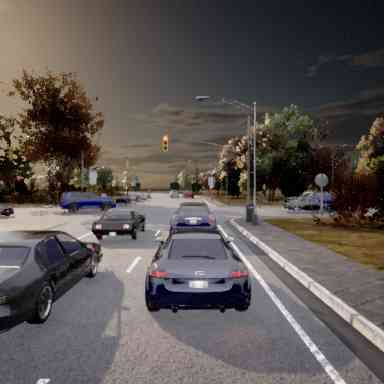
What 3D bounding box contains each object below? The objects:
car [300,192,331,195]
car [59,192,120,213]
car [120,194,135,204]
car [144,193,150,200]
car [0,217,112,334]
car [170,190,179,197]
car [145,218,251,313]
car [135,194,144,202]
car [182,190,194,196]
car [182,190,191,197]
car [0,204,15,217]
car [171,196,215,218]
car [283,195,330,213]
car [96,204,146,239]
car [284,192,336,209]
[{"bbox_3d":[14.033,0.995,37.407,5.566,2.045,2.150,0,0,-3],"label":"car"},{"bbox_3d":[-10.724,1.017,34.226,5.566,2.045,2.150,0,1,-28],"label":"car"},{"bbox_3d":[-10.772,1.271,52.161,1.895,1.301,4.718,0,0,0],"label":"car"},{"bbox_3d":[-10.820,1.098,71.219,1.895,1.301,4.718,0,1,-1],"label":"car"},{"bbox_3d":[-3.414,1.528,7.024,2.033,1.411,5.357,0,0,-1],"label":"car"},{"bbox_3d":[-4.293,0.890,84.112,1.994,1.385,4.181,0,1,-4],"label":"car"},{"bbox_3d":[0.084,1.541,7.712,1.994,1.385,4.181,0,0,-1],"label":"car"},{"bbox_3d":[-10.780,1.091,61.263,2.128,1.511,4.902,0,0,0],"label":"car"},{"bbox_3d":[-0.746,0.569,83.432,2.150,2.045,5.566,0,1,-4],"label":"car"},{"bbox_3d":[-1.559,0.396,94.080,2.097,1.767,4.553,0,1,-7],"label":"car"},{"bbox_3d":[-16.988,1.405,27.582,4.181,1.385,1.994,0,0,8],"label":"car"},{"bbox_3d":[0.049,1.272,16.345,2.097,1.767,4.553,0,0,0],"label":"car"},{"bbox_3d":[11.644,1.291,33.557,4.902,1.511,2.128,0,0,-3],"label":"car"},{"bbox_3d":[-3.471,1.518,16.669,1.895,1.301,4.718,0,0,-1],"label":"car"},{"bbox_3d":[14.439,0.970,40.930,5.566,2.045,2.150,0,0,-3],"label":"car"}]
